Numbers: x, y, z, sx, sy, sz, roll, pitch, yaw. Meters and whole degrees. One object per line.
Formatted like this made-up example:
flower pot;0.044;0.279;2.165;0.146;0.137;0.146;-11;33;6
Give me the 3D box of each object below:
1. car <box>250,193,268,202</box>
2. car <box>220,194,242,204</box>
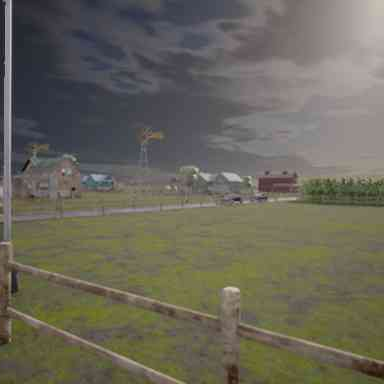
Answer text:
car;11.819;0.949;58.779;1.812;1.442;4.674;0;1;34
car;5.987;0.971;50.187;2.128;1.511;4.902;0;0;35
